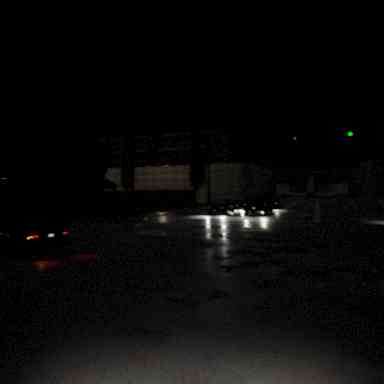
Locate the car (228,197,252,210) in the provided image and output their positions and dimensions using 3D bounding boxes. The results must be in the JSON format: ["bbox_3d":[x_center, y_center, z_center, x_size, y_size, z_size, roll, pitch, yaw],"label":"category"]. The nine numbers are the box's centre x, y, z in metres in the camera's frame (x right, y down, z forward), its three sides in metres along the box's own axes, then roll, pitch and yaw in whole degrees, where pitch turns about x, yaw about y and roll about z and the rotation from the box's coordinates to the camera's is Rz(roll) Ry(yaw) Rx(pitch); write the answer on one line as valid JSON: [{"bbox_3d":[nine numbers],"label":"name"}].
[{"bbox_3d":[5.993,1.411,40.894,1.994,1.385,4.181,-1,0,21],"label":"car"}]

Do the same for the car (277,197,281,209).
[{"bbox_3d":[9.993,1.261,41.574,1.882,1.535,5.008,-1,0,21],"label":"car"}]

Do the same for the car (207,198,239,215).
[{"bbox_3d":[2.907,1.437,32.705,1.812,1.442,4.674,-1,0,21],"label":"car"}]

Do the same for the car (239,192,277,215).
[{"bbox_3d":[6.538,1.078,32.424,2.150,2.045,5.566,-1,0,21],"label":"car"}]

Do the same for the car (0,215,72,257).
[{"bbox_3d":[-7.097,1.639,13.482,5.357,1.411,2.033,-1,0,37],"label":"car"}]
